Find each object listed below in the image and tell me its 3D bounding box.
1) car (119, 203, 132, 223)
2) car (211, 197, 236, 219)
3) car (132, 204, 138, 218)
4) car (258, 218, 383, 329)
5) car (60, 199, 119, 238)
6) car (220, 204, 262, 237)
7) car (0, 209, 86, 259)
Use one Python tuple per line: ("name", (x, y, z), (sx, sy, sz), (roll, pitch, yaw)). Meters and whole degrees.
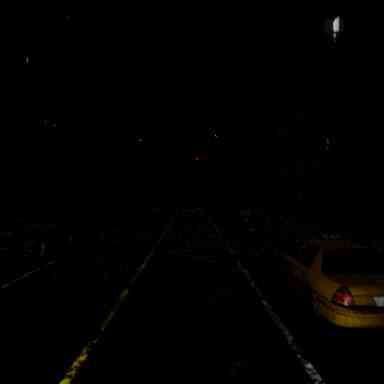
("car", (-5.809, 1.599, 23.635), (1.947, 1.339, 4.313), (1, 0, 0))
("car", (2.842, 1.357, 29.169), (2.192, 1.841, 5.009), (1, 0, 0))
("car", (-5.809, 1.624, 29.203), (1.802, 1.307, 4.206), (1, 0, 0))
("car", (2.838, 1.536, 7.066), (1.752, 1.417, 4.829), (1, 0, 0))
("car", (-5.806, 1.340, 18.066), (2.192, 1.841, 5.009), (1, 0, 0))
("car", (2.838, 1.577, 18.033), (2.008, 1.369, 4.403), (1, 0, 0))
("car", (-5.809, 1.568, 12.498), (2.008, 1.369, 4.403), (1, 0, 0))
